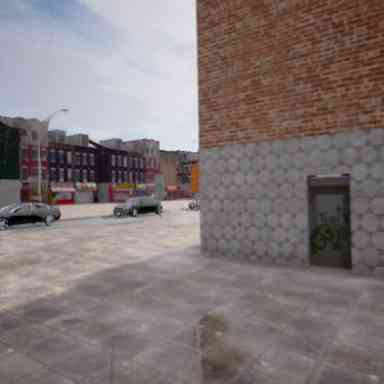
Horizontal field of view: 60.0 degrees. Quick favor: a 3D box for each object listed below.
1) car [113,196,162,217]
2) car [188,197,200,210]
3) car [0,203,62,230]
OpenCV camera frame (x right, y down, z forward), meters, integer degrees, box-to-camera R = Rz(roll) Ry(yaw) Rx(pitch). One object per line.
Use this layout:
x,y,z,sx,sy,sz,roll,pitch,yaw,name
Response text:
-4.710,1.176,28.922,2.097,1.767,4.553,-2,0,35,car
1.477,1.204,37.783,1.837,1.490,4.892,-2,0,35,car
-10.545,1.429,20.528,2.128,1.511,4.902,-2,0,35,car
